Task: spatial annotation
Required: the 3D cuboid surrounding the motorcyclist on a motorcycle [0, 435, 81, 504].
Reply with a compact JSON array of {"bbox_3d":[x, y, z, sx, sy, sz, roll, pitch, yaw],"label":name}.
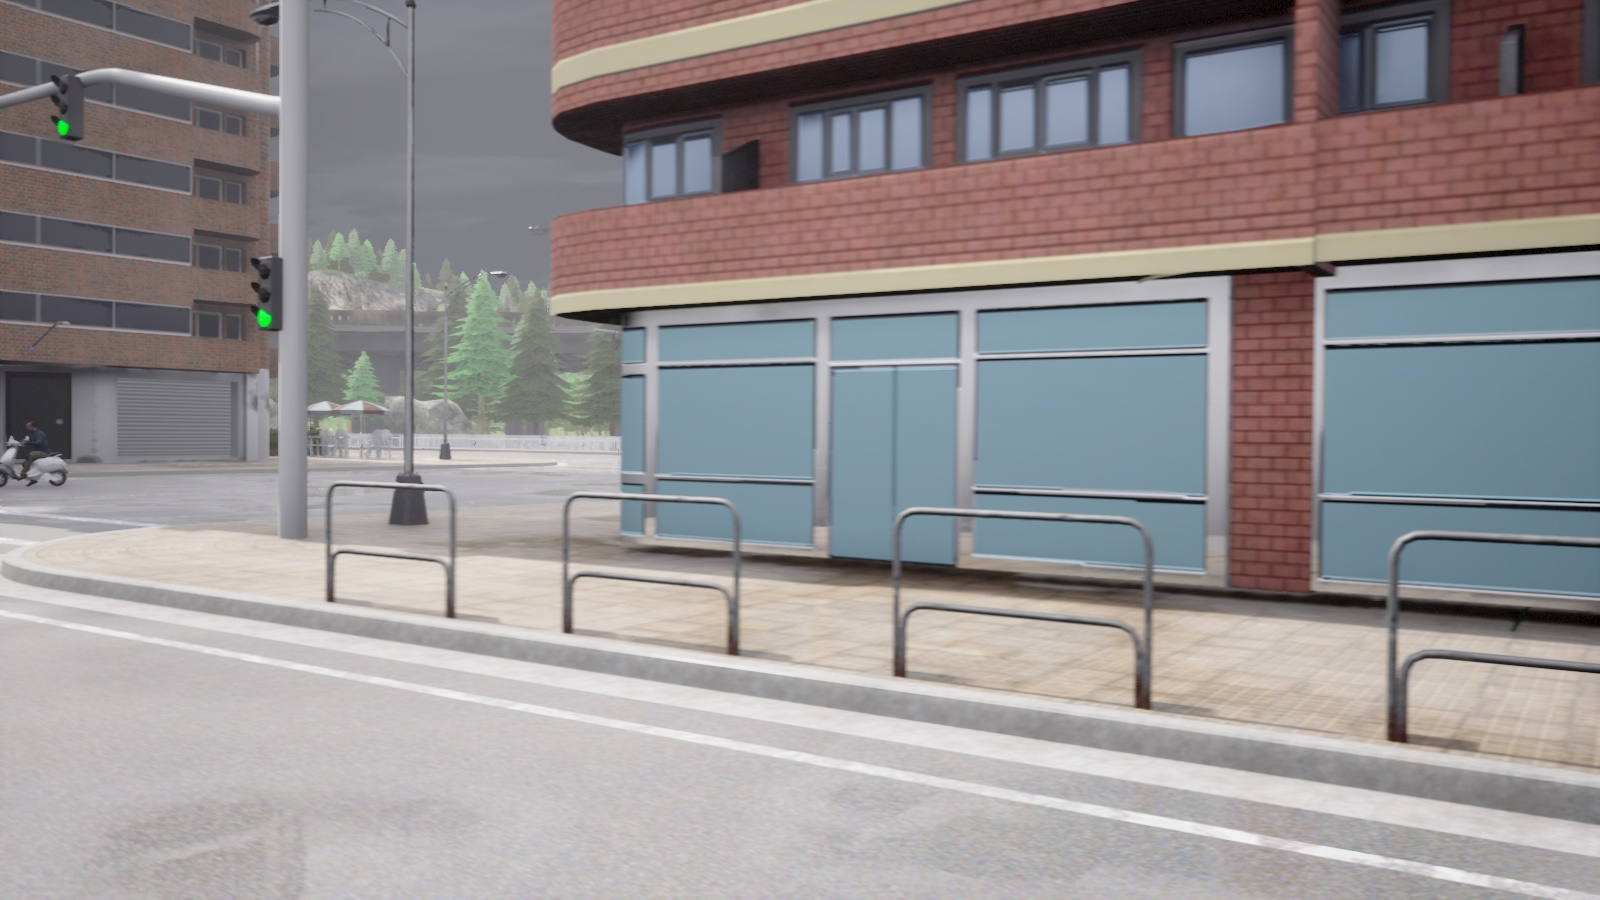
[{"bbox_3d":[-18.455,0.440,30.190,0.866,1.590,1.817,0,1,34],"label":"motorcyclist on a motorcycle"}]
